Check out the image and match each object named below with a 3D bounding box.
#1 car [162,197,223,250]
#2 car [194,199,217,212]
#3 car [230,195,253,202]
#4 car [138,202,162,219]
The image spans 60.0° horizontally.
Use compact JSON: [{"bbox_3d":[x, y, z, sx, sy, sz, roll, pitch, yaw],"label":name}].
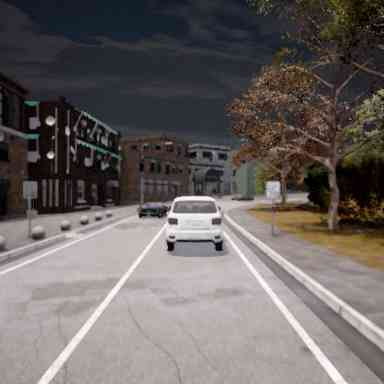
[{"bbox_3d":[0.102,1.210,14.418,2.150,2.045,5.566,0,0,0],"label":"car"},{"bbox_3d":[1.663,1.560,38.610,1.895,1.301,4.718,0,0,12],"label":"car"},{"bbox_3d":[10.259,1.249,68.104,5.357,1.411,2.033,-1,0,-39],"label":"car"},{"bbox_3d":[-3.344,1.579,28.583,1.895,1.301,4.718,0,0,3],"label":"car"}]
